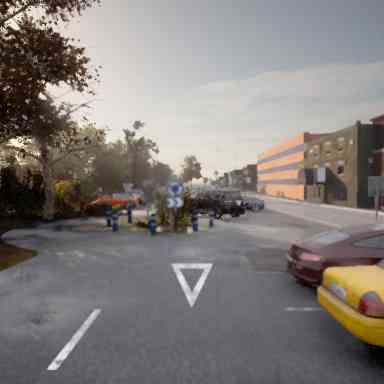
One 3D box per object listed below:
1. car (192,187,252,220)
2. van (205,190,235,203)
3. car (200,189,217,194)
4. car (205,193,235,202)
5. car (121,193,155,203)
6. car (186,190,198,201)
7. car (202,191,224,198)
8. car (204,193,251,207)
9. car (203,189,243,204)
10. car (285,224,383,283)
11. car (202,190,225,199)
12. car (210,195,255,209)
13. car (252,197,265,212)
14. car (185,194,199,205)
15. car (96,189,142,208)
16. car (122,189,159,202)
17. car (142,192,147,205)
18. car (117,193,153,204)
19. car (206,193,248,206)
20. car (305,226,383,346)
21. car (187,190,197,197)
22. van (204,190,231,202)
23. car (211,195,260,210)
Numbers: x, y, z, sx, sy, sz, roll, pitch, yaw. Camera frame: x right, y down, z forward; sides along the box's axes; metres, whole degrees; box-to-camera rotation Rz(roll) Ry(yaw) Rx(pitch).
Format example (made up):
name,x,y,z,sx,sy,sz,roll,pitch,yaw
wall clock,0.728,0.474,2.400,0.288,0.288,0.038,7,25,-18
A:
name,x,y,z,sx,sy,sz,roll,pitch,yaw
car,1.381,0.864,24.828,2.150,2.045,5.566,-1,1,-42
van,4.278,0.651,50.668,4.442,1.987,1.878,0,1,0
car,4.531,-0.104,93.064,4.792,1.488,2.163,0,2,0
car,4.400,0.891,53.495,4.674,1.452,2.002,0,1,0
car,-8.152,0.908,50.531,4.792,1.488,2.163,0,1,0
car,0.043,0.590,61.254,2.097,1.767,4.553,0,1,1
car,4.442,0.512,70.467,4.674,1.452,2.002,0,2,0
car,4.181,0.977,39.368,5.366,1.575,1.946,0,1,0
car,4.416,0.651,47.842,5.566,2.045,2.435,0,1,0
car,4.524,1.464,7.557,4.674,1.452,2.002,-1,0,0
car,4.406,0.422,67.638,4.553,1.767,2.185,0,2,0
car,4.357,1.046,36.542,4.674,1.452,2.002,0,1,0
car,4.316,1.088,30.890,4.792,1.488,2.163,0,1,0
car,0.052,0.972,45.316,1.812,1.442,4.674,0,0,0
car,-8.189,0.881,36.537,4.553,1.767,2.185,0,1,0
car,-8.146,0.601,53.352,5.566,2.045,2.435,0,1,0
car,-8.208,0.982,39.237,5.008,1.535,2.097,0,1,0
car,-8.160,0.934,47.708,4.792,1.488,2.163,0,1,0
car,4.379,0.954,42.193,5.008,1.535,2.097,0,1,0
car,4.725,1.440,4.916,5.366,1.575,1.946,0,0,0
car,0.038,0.345,73.679,2.033,1.411,5.357,0,2,0
van,4.292,0.596,56.198,4.442,1.987,1.878,0,1,0
car,4.350,1.072,33.716,4.674,1.452,2.002,0,1,0
